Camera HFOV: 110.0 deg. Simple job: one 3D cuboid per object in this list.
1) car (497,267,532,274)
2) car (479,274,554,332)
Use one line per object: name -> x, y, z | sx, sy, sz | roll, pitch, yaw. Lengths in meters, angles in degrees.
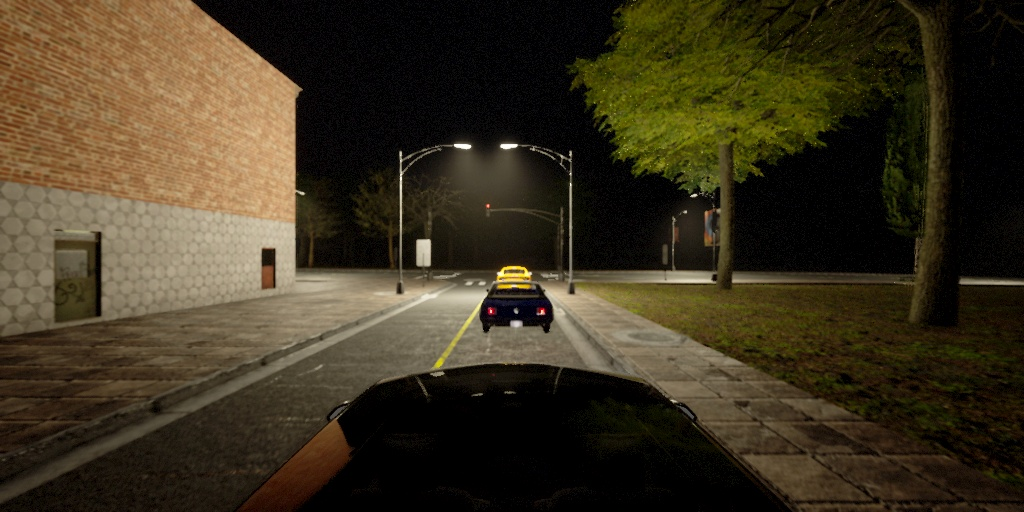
car -> 0.141, 1.359, 20.769 | 1.882, 1.535, 5.008 | 0, 0, 1
car -> 0.118, 1.407, 11.076 | 1.895, 1.301, 4.718 | 0, 0, 0
